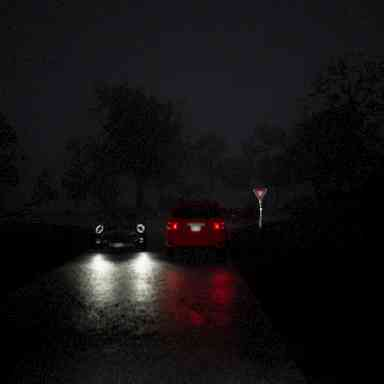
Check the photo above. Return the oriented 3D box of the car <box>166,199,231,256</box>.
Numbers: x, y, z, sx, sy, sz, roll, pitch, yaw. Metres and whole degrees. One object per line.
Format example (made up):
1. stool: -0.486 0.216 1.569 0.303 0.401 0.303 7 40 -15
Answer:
1. car: 0.234 1.304 13.681 2.150 2.045 5.566 0 0 2

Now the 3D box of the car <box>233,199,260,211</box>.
1. car: 7.519 1.774 46.441 1.837 1.490 4.892 2 -1 -16

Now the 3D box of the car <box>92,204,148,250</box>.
1. car: -3.048 1.438 14.817 2.097 1.767 4.553 0 0 -8

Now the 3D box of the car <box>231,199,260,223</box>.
1. car: 4.236 1.636 27.416 1.882 1.535 5.008 0 0 26
